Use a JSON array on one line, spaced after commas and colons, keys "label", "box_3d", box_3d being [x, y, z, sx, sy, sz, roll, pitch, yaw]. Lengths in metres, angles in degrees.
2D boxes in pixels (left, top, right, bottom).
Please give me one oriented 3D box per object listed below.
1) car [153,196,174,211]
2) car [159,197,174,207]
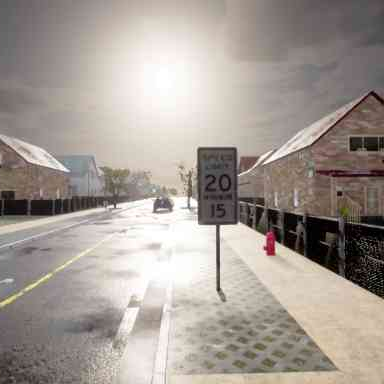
[{"label": "car", "box_3d": [-3.371, 1.277, 39.193, 2.097, 1.767, 4.553, 0, 0, -1]}, {"label": "car", "box_3d": [-3.736, 1.493, 49.442, 1.994, 1.385, 4.181, 0, 0, -2]}]
